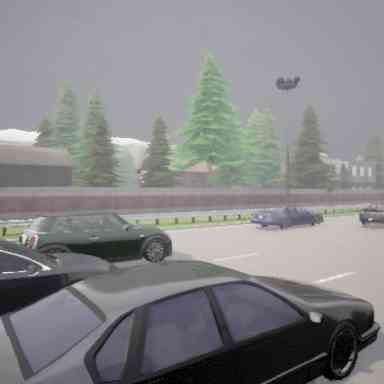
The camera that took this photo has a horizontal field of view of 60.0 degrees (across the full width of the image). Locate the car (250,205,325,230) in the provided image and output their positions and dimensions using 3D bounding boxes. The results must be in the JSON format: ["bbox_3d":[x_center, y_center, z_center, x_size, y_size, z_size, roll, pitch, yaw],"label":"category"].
[{"bbox_3d":[6.076,1.516,20.977,5.357,1.411,2.033,0,0,-36],"label":"car"}]

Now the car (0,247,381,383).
[{"bbox_3d":[-0.057,1.544,3.706,5.357,1.411,2.033,0,0,-35],"label":"car"}]

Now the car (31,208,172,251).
[{"bbox_3d":[-2.848,1.345,10.312,4.553,1.767,2.097,0,0,-36],"label":"car"}]

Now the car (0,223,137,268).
[{"bbox_3d":[-3.598,1.504,5.478,4.892,1.490,1.837,0,0,-35],"label":"car"}]

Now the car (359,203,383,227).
[{"bbox_3d":[12.692,1.450,21.398,4.902,1.511,2.128,0,0,-35],"label":"car"}]
